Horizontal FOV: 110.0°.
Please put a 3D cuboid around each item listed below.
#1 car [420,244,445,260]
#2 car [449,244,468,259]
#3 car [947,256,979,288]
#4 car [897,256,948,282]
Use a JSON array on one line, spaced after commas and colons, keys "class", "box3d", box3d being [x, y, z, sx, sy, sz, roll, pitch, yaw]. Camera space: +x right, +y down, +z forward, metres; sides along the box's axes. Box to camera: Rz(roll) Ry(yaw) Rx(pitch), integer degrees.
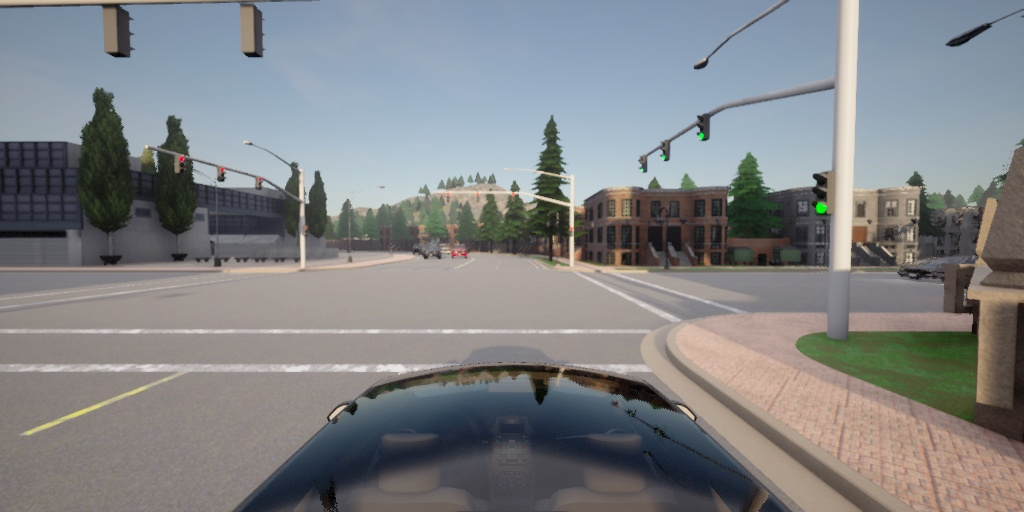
[{"class": "car", "box3d": [-10.650, -0.591, 48.414, 2.150, 2.045, 5.566, 0, 2, -7]}, {"class": "car", "box3d": [-7.396, -0.660, 50.439, 2.150, 2.045, 5.566, 0, 2, -9]}, {"class": "car", "box3d": [19.217, 0.881, 12.690, 4.902, 1.511, 2.128, 0, 2, 0]}, {"class": "car", "box3d": [24.792, 0.694, 19.758, 5.357, 1.411, 2.033, 0, 2, 0]}]
